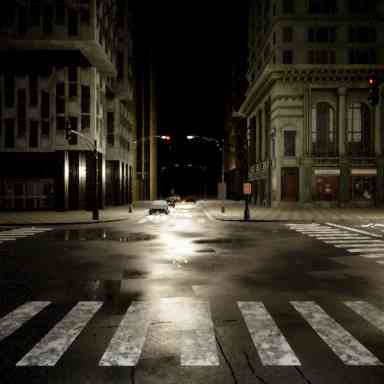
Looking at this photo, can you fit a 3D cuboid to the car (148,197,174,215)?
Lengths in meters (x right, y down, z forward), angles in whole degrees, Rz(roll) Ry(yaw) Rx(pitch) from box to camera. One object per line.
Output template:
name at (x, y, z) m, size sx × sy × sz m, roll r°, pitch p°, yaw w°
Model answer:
car at (-3.206, 1.529, 33.647) m, size 2.033 × 1.411 × 5.357 m, roll 0°, pitch 0°, yaw 0°

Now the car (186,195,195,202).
car at (-0.404, 1.455, 73.734) m, size 1.994 × 1.385 × 4.181 m, roll 0°, pitch 0°, yaw 0°

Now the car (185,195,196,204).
car at (-0.239, 1.452, 63.922) m, size 1.812 × 1.442 × 4.674 m, roll 0°, pitch 0°, yaw 0°

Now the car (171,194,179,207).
car at (-3.299, 1.452, 46.445) m, size 2.128 × 1.511 × 4.902 m, roll 0°, pitch 0°, yaw 0°
